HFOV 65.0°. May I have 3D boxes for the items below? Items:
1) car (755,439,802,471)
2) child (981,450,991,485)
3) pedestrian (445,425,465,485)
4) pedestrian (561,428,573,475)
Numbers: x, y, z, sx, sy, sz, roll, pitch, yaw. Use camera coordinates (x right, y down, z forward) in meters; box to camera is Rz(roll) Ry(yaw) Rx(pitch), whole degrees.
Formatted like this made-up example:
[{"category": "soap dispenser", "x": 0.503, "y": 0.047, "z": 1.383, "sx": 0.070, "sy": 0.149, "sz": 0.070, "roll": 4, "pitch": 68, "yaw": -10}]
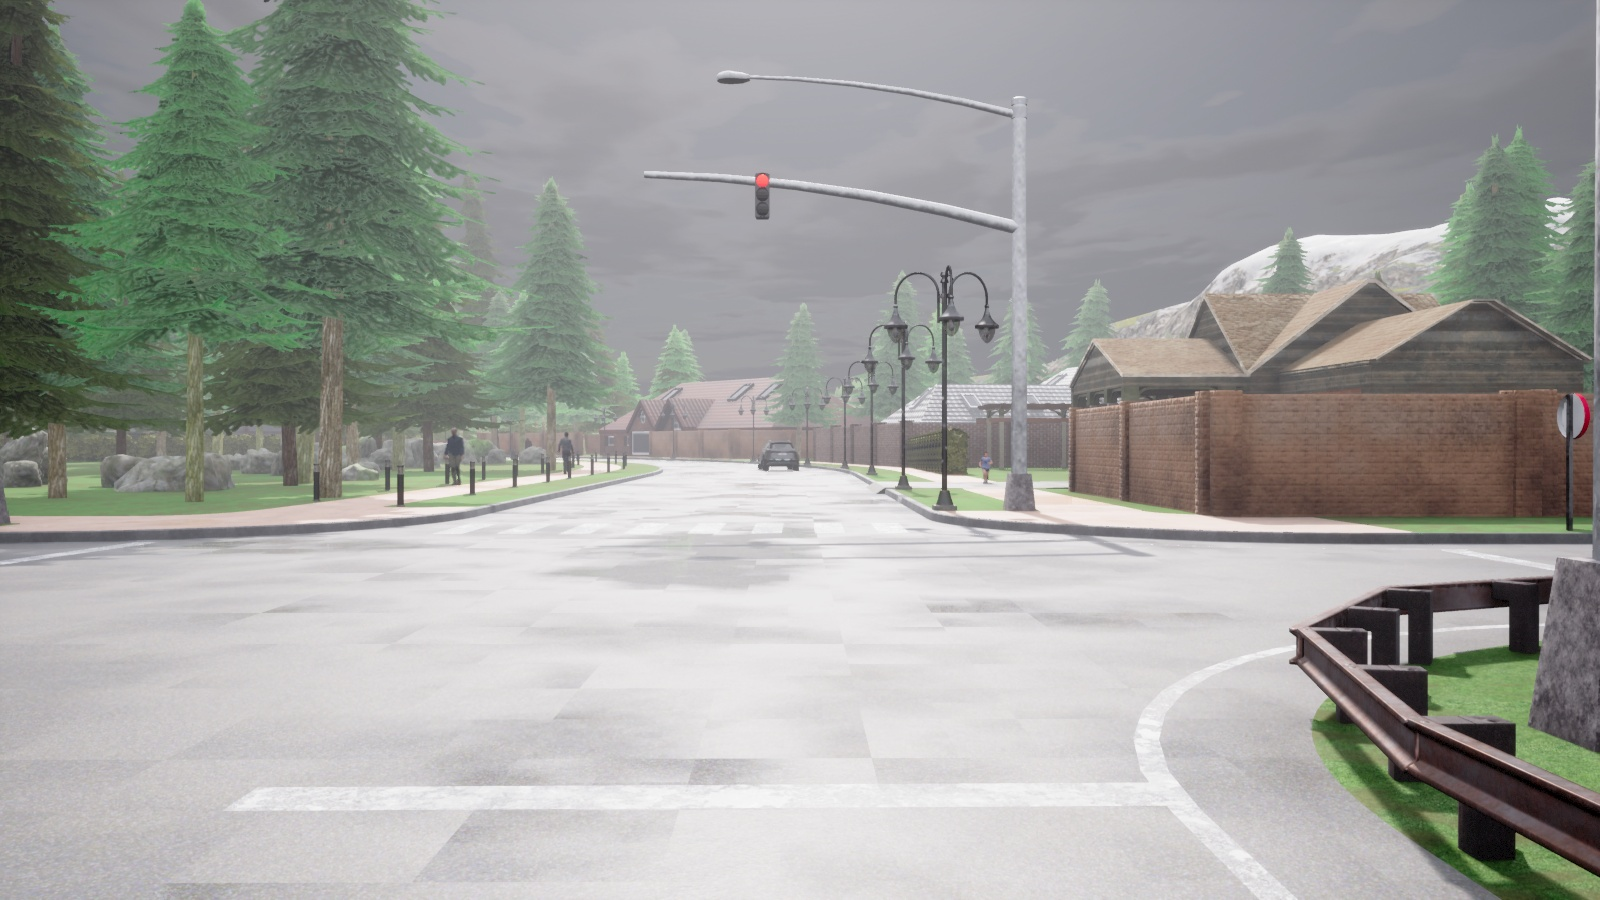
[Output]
[{"category": "car", "x": -1.196, "y": 0.265, "z": 67.518, "sx": 2.033, "sy": 1.649, "sz": 4.856, "roll": 0, "pitch": 0, "yaw": -7}, {"category": "child", "x": 5.867, "y": 0.543, "z": 39.671, "sx": 0.255, "sy": 1.110, "sz": 0.394, "roll": 0, "pitch": 0, "yaw": 2}, {"category": "pedestrian", "x": -10.556, "y": 0.146, "z": 38.463, "sx": 0.402, "sy": 1.842, "sz": 0.726, "roll": 0, "pitch": 0, "yaw": 0}, {"category": "pedestrian", "x": -9.850, "y": 0.064, "z": 53.108, "sx": 0.423, "sy": 1.949, "sz": 0.788, "roll": 0, "pitch": 0, "yaw": -2}]
